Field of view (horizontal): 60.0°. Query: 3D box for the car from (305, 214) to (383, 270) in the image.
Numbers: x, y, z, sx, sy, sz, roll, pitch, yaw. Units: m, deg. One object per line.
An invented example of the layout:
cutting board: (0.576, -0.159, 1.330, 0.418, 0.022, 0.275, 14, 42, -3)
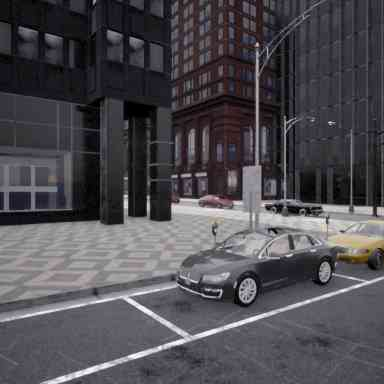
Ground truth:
car: (6.029, 1.526, 10.983, 4.829, 1.417, 1.752, 0, 0, -36)

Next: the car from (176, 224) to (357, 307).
car: (1.688, 1.551, 7.869, 4.403, 1.369, 2.008, 0, 0, -36)

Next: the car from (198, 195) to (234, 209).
car: (2.520, 1.033, 35.691, 1.812, 1.442, 4.674, 0, 1, -36)

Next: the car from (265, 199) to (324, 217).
car: (8.412, 1.294, 27.571, 1.895, 1.301, 4.718, 0, 1, -36)

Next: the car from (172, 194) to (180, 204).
car: (-3.440, 0.803, 43.923, 1.882, 1.535, 5.008, 0, 1, -36)
